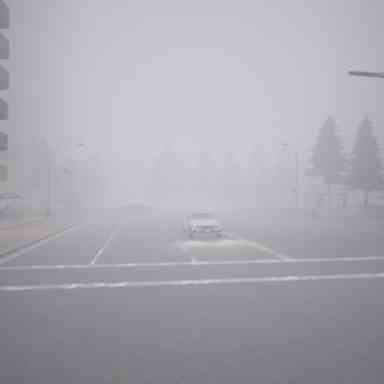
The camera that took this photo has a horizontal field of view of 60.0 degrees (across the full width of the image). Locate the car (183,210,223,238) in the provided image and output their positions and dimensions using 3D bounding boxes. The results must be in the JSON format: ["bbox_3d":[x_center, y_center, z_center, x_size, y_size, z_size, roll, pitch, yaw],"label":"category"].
[{"bbox_3d":[0.540,1.860,20.159,1.812,1.442,4.674,0,-1,-8],"label":"car"}]

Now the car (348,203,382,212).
[{"bbox_3d":[25.262,2.346,48.344,5.357,1.411,2.033,0,-1,-8],"label":"car"}]

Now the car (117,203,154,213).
[{"bbox_3d":[-8.120,2.278,47.838,5.357,1.411,2.033,0,-1,23],"label":"car"}]
